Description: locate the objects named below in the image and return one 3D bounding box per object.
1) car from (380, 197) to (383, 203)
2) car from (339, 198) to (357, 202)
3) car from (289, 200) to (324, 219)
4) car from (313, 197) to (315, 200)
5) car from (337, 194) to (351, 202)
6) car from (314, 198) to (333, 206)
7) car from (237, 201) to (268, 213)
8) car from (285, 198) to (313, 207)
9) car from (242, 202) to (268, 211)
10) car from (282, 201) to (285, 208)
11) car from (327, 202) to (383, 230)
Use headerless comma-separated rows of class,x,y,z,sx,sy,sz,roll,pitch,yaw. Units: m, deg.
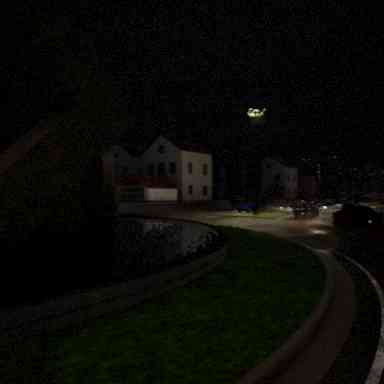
car,47.420,2.020,81.172,2.097,1.767,4.553,-1,-1,38
car,25.393,2.048,52.790,1.994,1.385,4.181,-1,-1,38
car,11.523,1.840,33.258,2.128,1.511,4.902,-1,-1,28
car,26.033,2.100,72.479,2.097,1.767,4.553,-1,-1,38
car,37.187,1.632,81.080,2.150,2.045,5.566,-1,-1,38
car,27.791,2.207,69.040,2.128,1.511,4.902,-1,-1,38
car,8.109,2.017,45.039,5.008,1.535,1.882,1,-1,-45
car,18.399,2.155,57.082,2.033,1.411,5.357,-1,-1,39
car,9.954,2.219,52.124,1.895,1.301,4.718,-1,-1,39
car,18.716,2.038,63.115,2.097,1.767,4.553,-1,-1,38
car,11.214,1.689,22.865,1.882,1.535,5.008,-1,-1,7
